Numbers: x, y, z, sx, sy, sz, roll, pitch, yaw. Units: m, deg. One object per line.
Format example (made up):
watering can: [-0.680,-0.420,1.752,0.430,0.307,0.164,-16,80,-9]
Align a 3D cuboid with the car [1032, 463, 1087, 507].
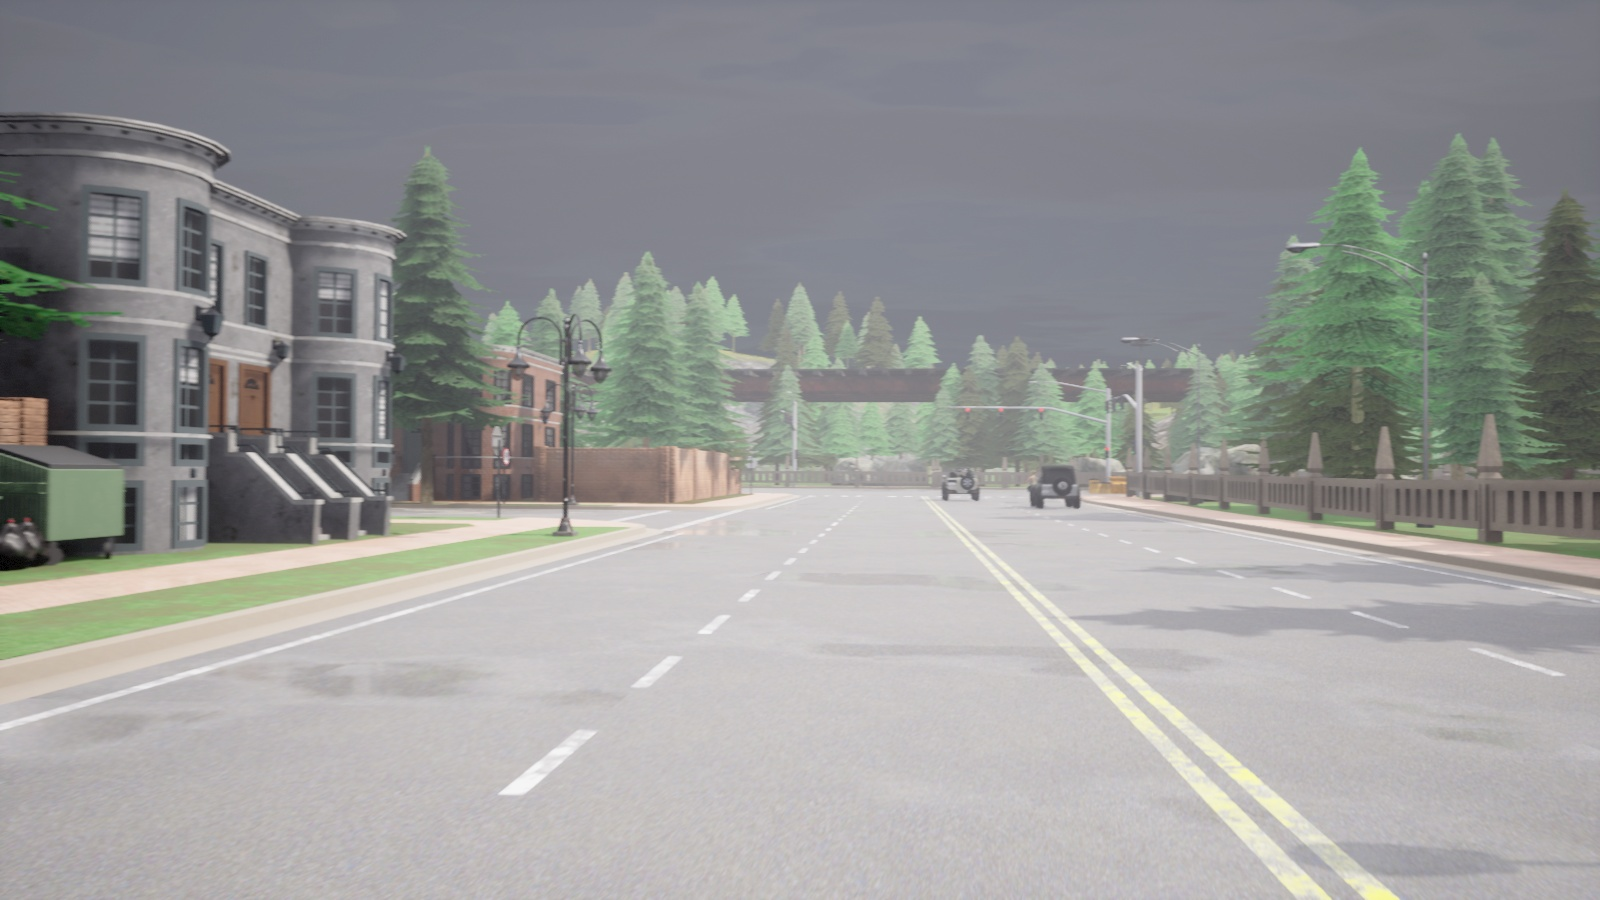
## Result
car: [11.384,1.511,55.353,1.905,1.878,3.866,0,-1,5]

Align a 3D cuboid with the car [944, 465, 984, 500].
car: [8.933,1.759,68.531,1.932,1.855,4.605,0,-1,5]
